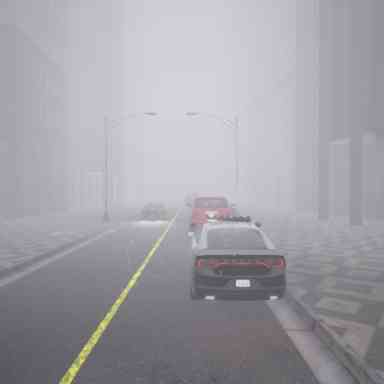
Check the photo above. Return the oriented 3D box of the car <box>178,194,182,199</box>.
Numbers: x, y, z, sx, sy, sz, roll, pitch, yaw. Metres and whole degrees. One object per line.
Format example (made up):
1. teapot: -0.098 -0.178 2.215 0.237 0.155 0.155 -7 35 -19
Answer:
1. car: -2.833 1.155 90.707 1.882 1.535 5.008 0 0 0

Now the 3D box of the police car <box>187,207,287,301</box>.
1. police car: 0.914 1.421 8.516 1.930 1.638 5.238 0 0 0

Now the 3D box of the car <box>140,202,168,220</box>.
1. car: -3.049 1.527 27.474 1.994 1.385 4.181 0 0 0

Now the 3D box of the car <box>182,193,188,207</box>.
1. car: 0.122 1.130 48.286 2.150 2.045 5.566 0 0 1

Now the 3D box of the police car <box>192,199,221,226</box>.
1. police car: 0.944 1.395 24.515 1.930 1.638 5.238 0 0 0

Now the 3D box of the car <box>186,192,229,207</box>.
1. car: 0.932 1.208 18.434 2.150 2.045 5.566 0 0 0
